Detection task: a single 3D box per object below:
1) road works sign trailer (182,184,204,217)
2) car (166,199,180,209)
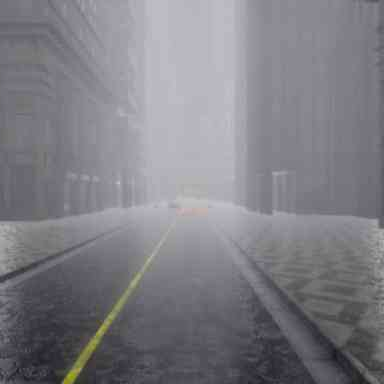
[{"bbox_3d":[0.015,0.947,37.514,2.380,3.560,2.880,0,-1,1],"label":"road works sign trailer"},{"bbox_3d":[-3.045,2.283,57.617,1.994,1.385,4.181,0,-1,1],"label":"car"}]
